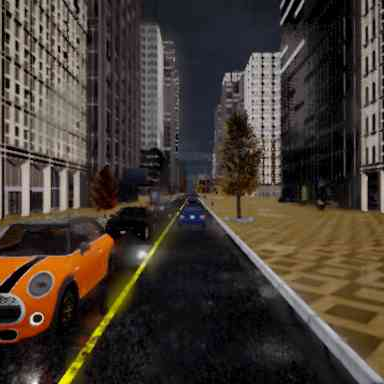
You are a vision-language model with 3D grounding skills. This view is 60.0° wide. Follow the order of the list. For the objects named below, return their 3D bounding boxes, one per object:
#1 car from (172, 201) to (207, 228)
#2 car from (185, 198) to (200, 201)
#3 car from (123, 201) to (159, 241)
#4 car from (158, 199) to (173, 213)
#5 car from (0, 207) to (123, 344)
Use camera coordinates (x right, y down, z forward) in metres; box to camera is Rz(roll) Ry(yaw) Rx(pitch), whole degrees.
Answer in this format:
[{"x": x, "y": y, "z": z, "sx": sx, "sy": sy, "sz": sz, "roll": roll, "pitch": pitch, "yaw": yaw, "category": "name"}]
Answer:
[{"x": 0.037, "y": 1.538, "z": 22.261, "sx": 2.033, "sy": 1.411, "sz": 5.357, "roll": 0, "pitch": 0, "yaw": 1, "category": "car"}, {"x": 0.108, "y": 1.469, "z": 43.706, "sx": 2.128, "sy": 1.511, "sz": 4.902, "roll": 0, "pitch": 0, "yaw": 0, "category": "car"}, {"x": -2.994, "y": 1.470, "z": 16.964, "sx": 1.882, "sy": 1.535, "sz": 5.008, "roll": 0, "pitch": 0, "yaw": 0, "category": "car"}, {"x": -3.002, "y": 1.475, "z": 35.824, "sx": 2.128, "sy": 1.511, "sz": 4.902, "roll": 0, "pitch": 0, "yaw": 0, "category": "car"}, {"x": -2.999, "y": 1.349, "z": 6.745, "sx": 2.097, "sy": 1.767, "sz": 4.553, "roll": 0, "pitch": 0, "yaw": 0, "category": "car"}]
